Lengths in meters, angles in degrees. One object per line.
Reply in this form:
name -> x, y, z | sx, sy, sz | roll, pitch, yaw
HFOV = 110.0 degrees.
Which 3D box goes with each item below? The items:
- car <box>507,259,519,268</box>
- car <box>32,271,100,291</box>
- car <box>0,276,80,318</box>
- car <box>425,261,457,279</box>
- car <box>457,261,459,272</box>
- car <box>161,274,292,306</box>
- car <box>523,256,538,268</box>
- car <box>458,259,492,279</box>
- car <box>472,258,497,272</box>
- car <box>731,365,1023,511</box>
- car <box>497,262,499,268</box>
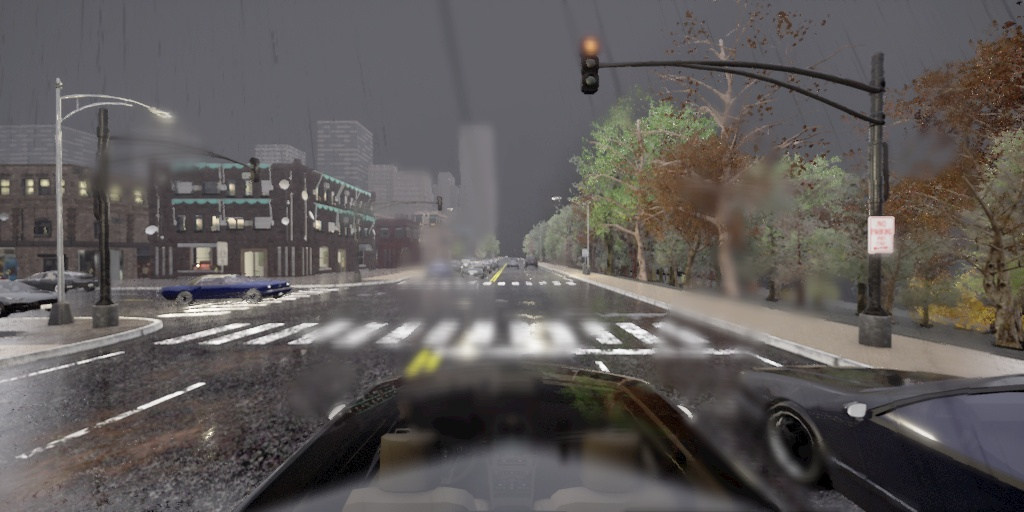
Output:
car -> 0.172, 1.400, 64.558 | 1.994, 1.385, 4.181 | 0, 0, 0
car -> -28.258, 1.595, 22.203 | 4.403, 1.370, 2.007 | 0, 0, 0
car -> -19.934, 1.585, 13.682 | 4.313, 1.339, 1.948 | 0, 0, 0
car -> -6.562, 1.321, 32.985 | 1.812, 1.442, 4.674 | 0, 0, 0
car -> -6.549, 1.312, 42.245 | 1.837, 1.490, 4.892 | 0, 0, 0
car -> -13.001, 1.499, 16.602 | 4.718, 1.301, 1.895 | -1, 0, -3
car -> 3.418, 1.057, 64.259 | 2.150, 2.045, 5.566 | 0, 0, 0
car -> -3.310, 1.286, 32.974 | 2.128, 1.511, 4.902 | 0, 0, 0
car -> -3.298, 1.299, 42.378 | 2.128, 1.511, 4.902 | 0, 0, 0
car -> 3.350, 1.297, 1.510 | 2.033, 1.411, 5.357 | 0, 0, 0
car -> -3.286, 1.311, 51.781 | 2.128, 1.511, 4.902 | 0, 0, 0
